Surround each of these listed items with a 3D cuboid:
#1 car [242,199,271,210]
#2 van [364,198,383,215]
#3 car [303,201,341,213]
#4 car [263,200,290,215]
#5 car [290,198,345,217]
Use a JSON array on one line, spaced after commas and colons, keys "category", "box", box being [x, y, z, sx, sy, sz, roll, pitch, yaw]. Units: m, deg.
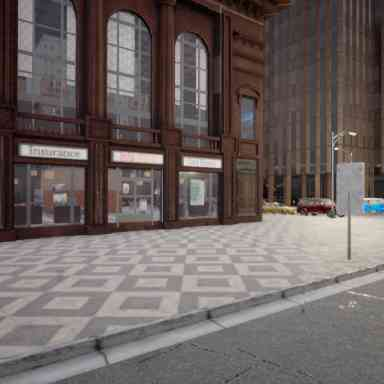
[{"category": "car", "box": [9.913, 1.891, 51.369, 1.967, 1.590, 4.097, -1, 0, -35]}, {"category": "van", "box": [19.635, 1.588, 37.581, 1.690, 1.788, 3.998, -1, 0, -35]}, {"category": "car", "box": [16.397, 1.897, 42.176, 1.802, 1.307, 4.206, -1, 0, -35]}, {"category": "car", "box": [9.532, 1.798, 37.118, 1.752, 1.417, 4.829, 0, 0, -35]}, {"category": "car", "box": [12.672, 1.522, 32.661, 2.192, 1.841, 5.009, 0, 0, -35]}]
